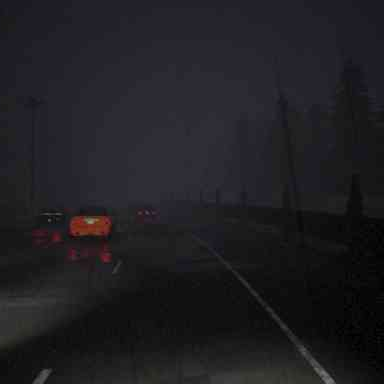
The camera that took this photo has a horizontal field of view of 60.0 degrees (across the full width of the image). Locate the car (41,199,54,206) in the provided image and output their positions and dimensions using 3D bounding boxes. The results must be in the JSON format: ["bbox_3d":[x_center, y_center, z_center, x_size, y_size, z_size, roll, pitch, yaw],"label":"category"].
[{"bbox_3d":[-32.576,2.268,74.955,1.882,1.535,5.008,0,-1,-13],"label":"car"}]

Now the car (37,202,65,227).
[{"bbox_3d":[-10.284,1.757,25.162,2.128,1.511,4.902,0,-1,-12],"label":"car"}]

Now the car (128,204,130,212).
[{"bbox_3d":[-7.083,1.923,42.704,1.882,1.535,5.008,0,0,-13],"label":"car"}]

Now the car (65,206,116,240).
[{"bbox_3d":[-5.402,1.548,18.589,2.097,1.767,4.553,0,-1,-10],"label":"car"}]

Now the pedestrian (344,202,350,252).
[{"bbox_3d":[5.721,1.264,12.031,0.375,1.860,0.375,0,-1,-6],"label":"pedestrian"}]

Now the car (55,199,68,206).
[{"bbox_3d":[-28.371,2.313,72.294,1.994,1.385,4.181,0,-1,-13],"label":"car"}]

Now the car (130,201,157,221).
[{"bbox_3d":[-4.366,1.868,30.828,2.033,1.411,5.357,0,-1,-13],"label":"car"}]
